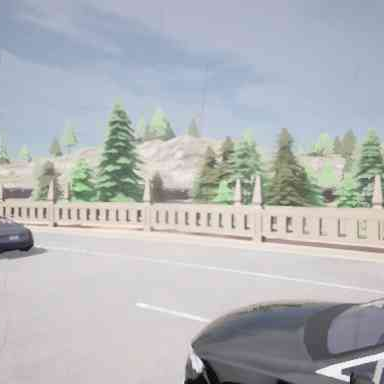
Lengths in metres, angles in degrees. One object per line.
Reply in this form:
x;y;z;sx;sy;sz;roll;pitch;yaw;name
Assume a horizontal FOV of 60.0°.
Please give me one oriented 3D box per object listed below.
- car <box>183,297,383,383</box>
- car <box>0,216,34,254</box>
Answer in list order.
2.147;1.477;2.272;4.902;1.511;2.128;0;0;36;car
-7.951;1.568;12.478;4.181;1.385;1.994;0;0;28;car
